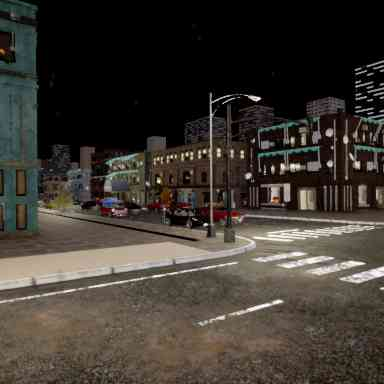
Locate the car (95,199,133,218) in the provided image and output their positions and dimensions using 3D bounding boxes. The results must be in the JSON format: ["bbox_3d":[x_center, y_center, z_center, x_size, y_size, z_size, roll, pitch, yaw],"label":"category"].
[{"bbox_3d":[-8.285,1.846,35.187,1.967,1.590,4.097,-1,0,-35],"label":"car"}]

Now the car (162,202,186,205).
[{"bbox_3d":[-1.445,1.904,40.034,1.802,1.307,4.206,-2,0,-35],"label":"car"}]

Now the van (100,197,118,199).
[{"bbox_3d":[-14.250,1.907,58.099,1.690,1.788,3.998,-1,0,-35],"label":"van"}]

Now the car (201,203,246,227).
[{"bbox_3d":[2.011,1.744,25.153,1.812,1.442,4.674,-1,0,-35],"label":"car"}]

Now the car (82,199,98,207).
[{"bbox_3d":[-20.644,2.227,67.132,1.887,1.381,4.507,-1,0,-35],"label":"car"}]

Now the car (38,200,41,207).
[{"bbox_3d":[-30.681,2.376,66.803,2.008,1.369,4.403,-1,0,-35],"label":"car"}]

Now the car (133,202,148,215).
[{"bbox_3d":[-7.368,1.910,38.397,1.837,1.490,4.892,-1,-1,-35],"label":"car"}]

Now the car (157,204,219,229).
[{"bbox_3d":[-0.360,1.814,23.794,1.947,1.339,4.313,-1,0,-35],"label":"car"}]

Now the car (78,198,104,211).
[{"bbox_3d":[-14.890,2.073,49.100,1.812,1.442,4.674,-1,0,-35],"label":"car"}]

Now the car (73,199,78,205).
[{"bbox_3d":[-27.044,2.364,76.166,1.947,1.339,4.313,-1,0,-35],"label":"car"}]

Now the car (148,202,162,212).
[{"bbox_3d":[-4.644,1.966,44.549,1.802,1.307,4.206,-1,0,-35],"label":"car"}]

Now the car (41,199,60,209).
[{"bbox_3d":[-24.183,2.232,57.631,1.752,1.417,4.829,-1,0,-35],"label":"car"}]

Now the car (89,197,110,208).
[{"bbox_3d":[-17.450,1.940,62.615,2.192,1.841,5.009,-1,0,-35],"label":"car"}]
